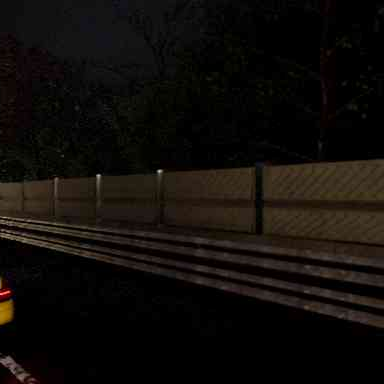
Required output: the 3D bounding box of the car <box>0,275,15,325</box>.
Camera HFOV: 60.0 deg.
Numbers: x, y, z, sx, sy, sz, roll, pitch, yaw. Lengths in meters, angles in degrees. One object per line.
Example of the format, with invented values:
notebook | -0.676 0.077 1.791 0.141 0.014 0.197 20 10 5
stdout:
car | -5.045 1.485 6.080 5.366 1.575 1.801 0 0 42
